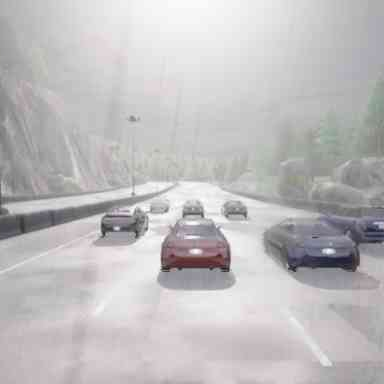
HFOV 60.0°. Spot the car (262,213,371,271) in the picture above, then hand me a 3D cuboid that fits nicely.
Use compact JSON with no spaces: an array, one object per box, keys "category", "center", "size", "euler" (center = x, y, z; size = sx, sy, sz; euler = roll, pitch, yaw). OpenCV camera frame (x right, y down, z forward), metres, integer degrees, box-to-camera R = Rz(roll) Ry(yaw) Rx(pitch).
[{"category":"car","center":[3.602,1.523,10.762],"size":[1.994,1.385,4.181],"euler":[0,0,0]}]

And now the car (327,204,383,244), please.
[{"category":"car","center":[7.102,1.297,14.490],"size":[2.097,1.767,4.553],"euler":[0,0,0]}]

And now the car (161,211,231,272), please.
[{"category":"car","center":[0.102,1.523,10.716],"size":[1.994,1.385,4.181],"euler":[0,0,0]}]

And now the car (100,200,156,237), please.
[{"category":"car","center":[-3.397,1.422,17.467],"size":[2.128,1.511,4.902],"euler":[0,0,0]}]

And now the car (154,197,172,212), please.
[{"category":"car","center":[-3.394,1.310,35.602],"size":[1.812,1.442,4.674],"euler":[0,1,0]}]

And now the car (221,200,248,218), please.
[{"category":"car","center":[3.605,1.400,28.816],"size":[2.033,1.411,5.357],"euler":[0,0,0]}]

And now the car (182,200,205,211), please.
[{"category":"car","center":[0.105,1.402,28.591],"size":[2.033,1.411,5.357],"euler":[0,0,0]}]
